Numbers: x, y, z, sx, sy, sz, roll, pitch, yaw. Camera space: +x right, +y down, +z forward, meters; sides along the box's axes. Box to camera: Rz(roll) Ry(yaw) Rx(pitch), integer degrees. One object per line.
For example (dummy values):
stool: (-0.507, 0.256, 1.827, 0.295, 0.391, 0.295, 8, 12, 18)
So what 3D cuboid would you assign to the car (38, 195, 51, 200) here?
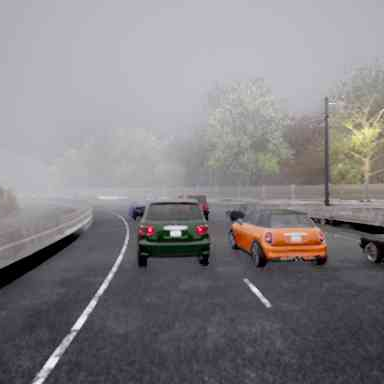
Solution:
car: (-39.427, 1.573, 86.296, 4.674, 1.442, 1.812, 0, 0, 37)

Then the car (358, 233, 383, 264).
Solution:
car: (6.546, 1.577, 8.870, 1.895, 1.301, 4.718, 0, 0, -4)

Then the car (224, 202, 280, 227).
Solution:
car: (4.140, 1.538, 24.069, 2.033, 1.411, 5.357, 0, 0, -13)

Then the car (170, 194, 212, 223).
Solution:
car: (-0.225, 1.228, 27.285, 2.150, 2.045, 5.566, 0, 0, -14)

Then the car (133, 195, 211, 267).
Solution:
car: (-0.751, 1.227, 11.717, 2.150, 2.045, 5.566, 0, 0, -7)

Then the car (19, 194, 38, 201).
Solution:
car: (-41.549, 1.413, 83.512, 4.553, 1.767, 2.097, 0, 0, 37)

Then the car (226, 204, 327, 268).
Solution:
car: (2.725, 1.345, 11.566, 2.097, 1.767, 4.553, 0, 0, -6)

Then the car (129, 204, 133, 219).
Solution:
car: (-4.436, 1.502, 29.274, 1.882, 1.535, 5.008, 0, 0, -16)
